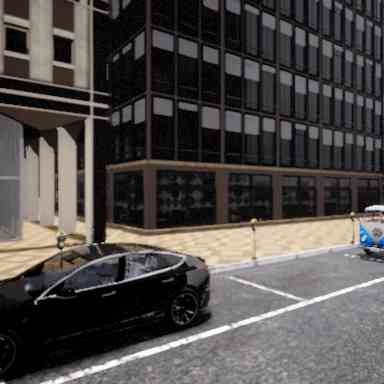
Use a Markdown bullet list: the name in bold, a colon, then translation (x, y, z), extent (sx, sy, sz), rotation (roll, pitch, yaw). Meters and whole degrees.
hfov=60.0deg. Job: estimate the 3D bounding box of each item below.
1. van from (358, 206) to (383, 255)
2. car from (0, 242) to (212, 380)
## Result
- **van**: translation (7.647, 1.356, 12.014), extent (3.998, 1.788, 1.690), rotation (0, 0, -35)
- **car**: translation (-1.631, 1.568, 5.398), extent (4.313, 1.339, 1.947), rotation (0, 0, -35)
